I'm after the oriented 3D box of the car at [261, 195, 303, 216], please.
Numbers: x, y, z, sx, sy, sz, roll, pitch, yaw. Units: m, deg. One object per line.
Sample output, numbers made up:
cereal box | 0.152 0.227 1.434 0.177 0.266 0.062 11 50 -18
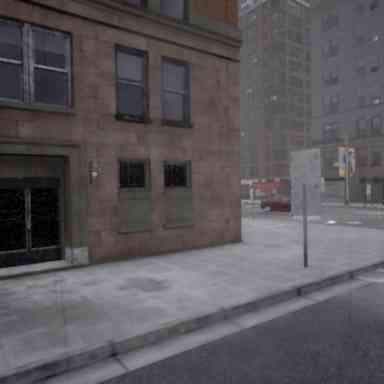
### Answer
car | 7.840 0.993 26.820 1.882 1.535 5.008 -2 1 -36
